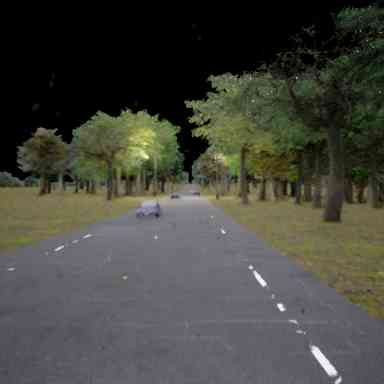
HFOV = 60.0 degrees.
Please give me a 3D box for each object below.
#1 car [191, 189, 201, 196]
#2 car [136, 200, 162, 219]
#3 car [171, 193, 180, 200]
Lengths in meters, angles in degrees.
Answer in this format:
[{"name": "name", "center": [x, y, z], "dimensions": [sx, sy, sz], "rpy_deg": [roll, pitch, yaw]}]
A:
[{"name": "car", "center": [1.249, 0.408, 89.542], "dimensions": [1.837, 1.490, 4.892], "rpy_deg": [0, 1, 0]}, {"name": "car", "center": [-3.590, 1.441, 28.574], "dimensions": [1.812, 1.442, 4.674], "rpy_deg": [0, 0, 0]}, {"name": "car", "center": [-3.481, 0.952, 70.097], "dimensions": [1.895, 1.301, 4.718], "rpy_deg": [0, 1, 0]}]
